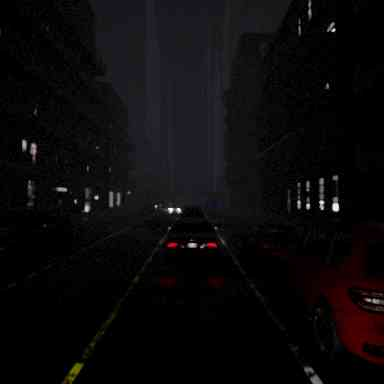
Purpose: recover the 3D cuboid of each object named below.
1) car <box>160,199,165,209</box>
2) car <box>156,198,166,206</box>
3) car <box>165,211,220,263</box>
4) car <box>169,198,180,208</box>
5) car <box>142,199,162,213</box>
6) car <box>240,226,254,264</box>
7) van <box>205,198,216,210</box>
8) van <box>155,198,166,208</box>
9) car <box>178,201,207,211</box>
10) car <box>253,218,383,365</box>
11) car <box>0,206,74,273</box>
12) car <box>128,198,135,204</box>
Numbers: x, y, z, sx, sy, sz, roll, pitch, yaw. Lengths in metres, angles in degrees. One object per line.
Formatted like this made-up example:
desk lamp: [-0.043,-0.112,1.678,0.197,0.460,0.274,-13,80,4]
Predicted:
car: [-5.606,2.079,50.144,1.802,1.307,4.206,1,-1,0]
car: [-5.602,2.117,55.684,1.947,1.339,4.313,1,-1,0]
car: [0.021,1.674,12.530,2.033,1.411,5.357,0,-1,0]
car: [-3.004,2.190,59.572,1.895,1.301,4.718,0,-1,1]
car: [-5.609,1.993,44.604,2.008,1.369,4.403,1,-1,0]
car: [2.713,1.697,11.410,1.802,1.307,4.206,1,-1,0]
van: [2.746,1.838,50.193,1.690,1.788,3.998,1,-1,0]
van: [-5.763,1.947,61.227,1.690,1.788,3.998,1,-1,0]
car: [0.043,1.791,28.503,1.837,1.490,4.892,0,0,0]
car: [2.714,1.375,5.873,2.192,1.841,5.009,1,-1,0]
car: [-5.663,1.430,11.366,2.192,1.841,5.009,1,-1,0]
car: [-16.428,2.325,83.878,4.097,1.590,1.967,0,-2,0]
